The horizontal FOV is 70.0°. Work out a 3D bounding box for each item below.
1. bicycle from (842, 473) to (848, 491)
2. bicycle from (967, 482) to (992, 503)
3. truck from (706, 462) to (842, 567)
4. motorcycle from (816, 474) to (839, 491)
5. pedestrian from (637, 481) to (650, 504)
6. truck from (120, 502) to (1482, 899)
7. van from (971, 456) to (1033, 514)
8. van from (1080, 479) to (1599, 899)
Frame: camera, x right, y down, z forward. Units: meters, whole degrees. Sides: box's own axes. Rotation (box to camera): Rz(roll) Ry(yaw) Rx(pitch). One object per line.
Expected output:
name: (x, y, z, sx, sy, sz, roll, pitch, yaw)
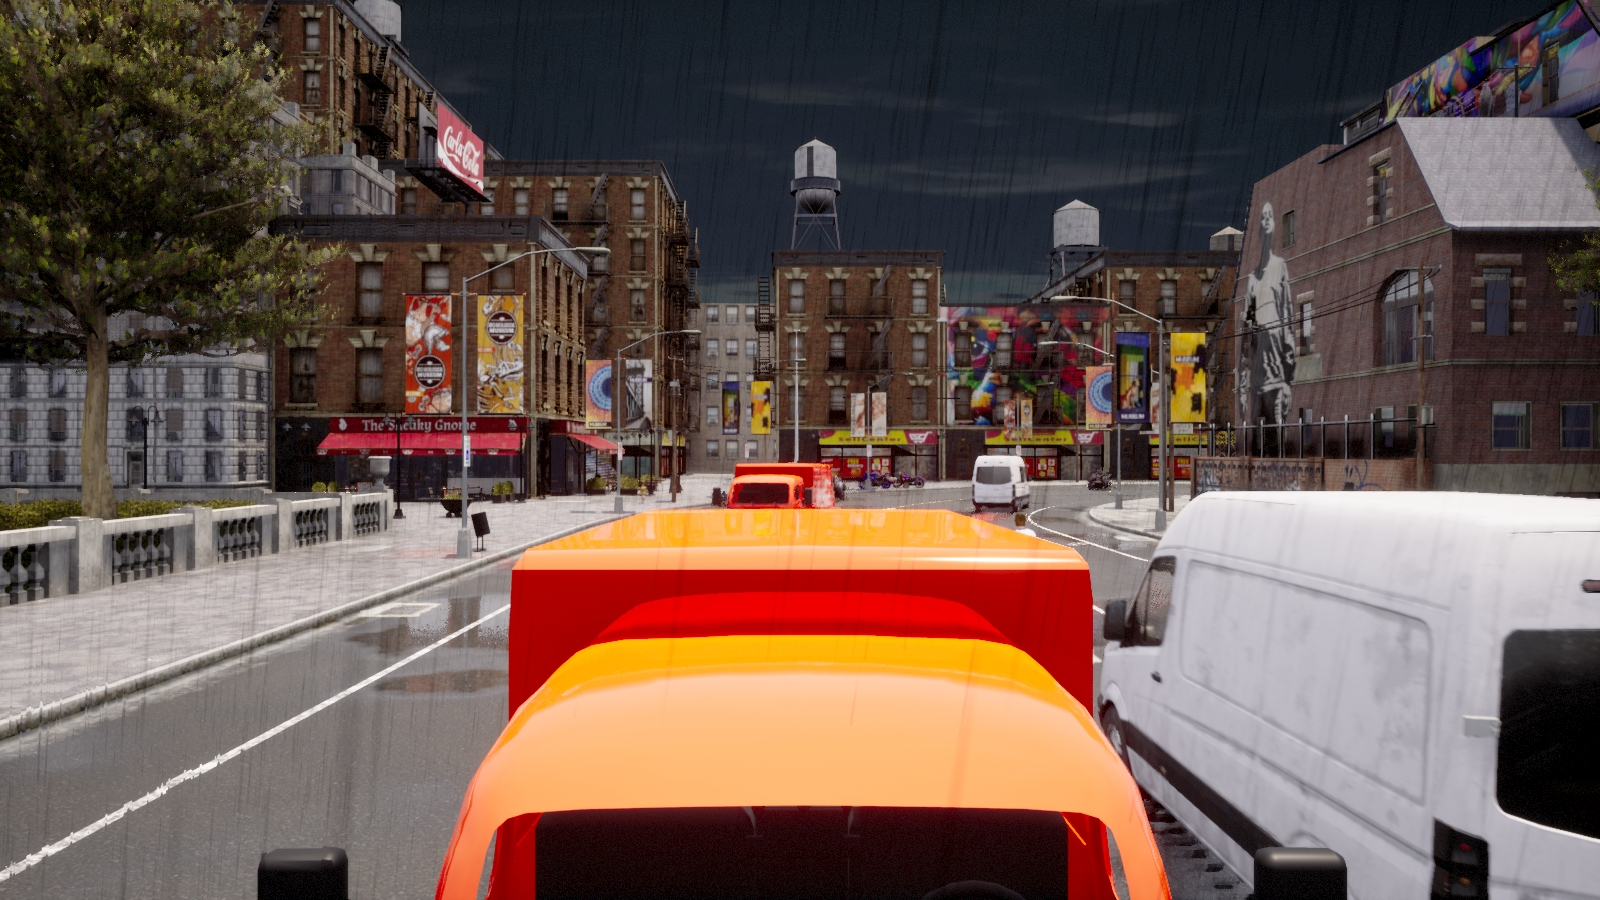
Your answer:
bicycle: (3.110, 2.236, 79.476, 0.373, 1.196, 1.643, 0, 0, 0)
bicycle: (9.765, 2.280, 62.117, 0.859, 1.080, 1.487, 0, 0, 29)
truck: (-0.548, 1.581, 30.201, 2.627, 2.467, 5.204, 0, 0, 10)
motorcycle: (1.885, 2.243, 79.264, 0.803, 1.145, 2.033, 0, 0, 26)
pedestrian: (-7.690, 2.098, 56.090, 0.500, 1.100, 0.500, 0, 0, 7)
truck: (-0.002, 1.571, 4.805, 2.627, 2.467, 5.204, 0, 0, 0)
van: (9.511, 1.555, 53.460, 1.988, 2.561, 5.915, 0, 0, 19)
van: (3.514, 1.538, 7.321, 1.988, 2.561, 5.915, 0, 0, 0)
